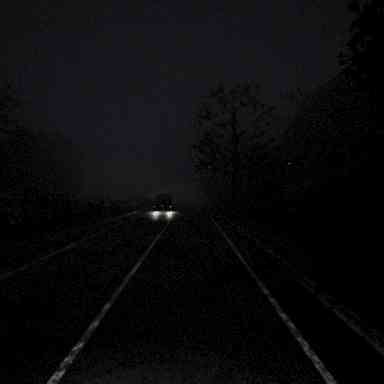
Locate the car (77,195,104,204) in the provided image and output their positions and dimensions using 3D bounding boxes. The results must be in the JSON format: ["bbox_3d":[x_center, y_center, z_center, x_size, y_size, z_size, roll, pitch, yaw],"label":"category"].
[{"bbox_3d":[-23.372,1.635,76.862,5.566,2.045,2.435,0,-1,0],"label":"car"}]

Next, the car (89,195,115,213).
[{"bbox_3d":[-10.268,1.304,32.411,4.553,1.767,2.185,0,0,0],"label":"car"}]

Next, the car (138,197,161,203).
[{"bbox_3d":[-10.444,1.976,82.367,5.366,1.575,1.946,0,-1,0],"label":"car"}]

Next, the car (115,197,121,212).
[{"bbox_3d":[-10.266,1.327,35.187,4.553,1.767,2.185,0,0,0],"label":"car"}]

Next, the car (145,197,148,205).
[{"bbox_3d":[-10.252,1.644,54.618,4.792,1.488,2.163,0,0,0],"label":"car"}]

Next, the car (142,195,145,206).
[{"bbox_3d":[-10.254,1.621,51.842,4.792,1.488,2.163,0,0,0],"label":"car"}]

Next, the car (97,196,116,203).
[{"bbox_3d":[-23.363,1.994,90.583,4.553,1.767,2.185,0,-1,0],"label":"car"}]

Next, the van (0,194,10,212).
[{"bbox_3d":[-23.491,1.250,37.963,4.442,1.987,1.878,0,0,0],"label":"van"}]

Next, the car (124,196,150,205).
[{"bbox_3d":[-10.306,1.561,62.945,4.553,1.767,2.185,0,-1,0],"label":"car"}]

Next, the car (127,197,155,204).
[{"bbox_3d":[-10.455,1.748,68.491,5.366,1.575,1.946,0,-1,0],"label":"car"}]

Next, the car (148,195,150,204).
[{"bbox_3d":[-10.306,1.690,60.171,4.792,1.488,2.163,0,0,0],"label":"car"}]

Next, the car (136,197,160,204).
[{"bbox_3d":[-10.078,1.882,76.815,5.366,1.575,1.946,0,-1,0],"label":"car"}]

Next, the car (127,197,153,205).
[{"bbox_3d":[-10.266,1.717,65.723,4.892,1.521,2.231,0,-1,0],"label":"car"}]

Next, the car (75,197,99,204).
[{"bbox_3d":[-23.317,1.868,74.088,4.792,1.488,2.163,0,-1,0],"label":"car"}]

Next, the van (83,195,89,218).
[{"bbox_3d":[-10.189,1.134,24.083,4.442,1.987,1.878,0,0,0],"label":"van"}]

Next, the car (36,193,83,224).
[{"bbox_3d":[-10.337,1.086,21.307,5.566,2.045,2.435,0,0,0],"label":"car"}]

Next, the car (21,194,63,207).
[{"bbox_3d":[-23.335,1.341,51.940,5.566,2.045,2.435,0,0,0],"label":"car"}]

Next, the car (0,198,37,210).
[{"bbox_3d":[-23.364,1.523,43.627,5.008,1.535,2.097,0,0,0],"label":"car"}]

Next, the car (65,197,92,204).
[{"bbox_3d":[-23.379,1.780,68.424,4.792,1.488,2.163,0,-1,0],"label":"car"}]

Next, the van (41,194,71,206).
[{"bbox_3d":[-23.475,1.413,57.480,4.442,1.987,1.878,0,-1,0],"label":"van"}]

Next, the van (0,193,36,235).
[{"bbox_3d":[-10.196,1.139,15.771,4.442,1.987,1.878,0,0,0],"label":"van"}]

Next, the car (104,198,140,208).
[{"bbox_3d":[-10.257,1.598,49.066,4.792,1.488,2.163,0,0,0],"label":"car"}]

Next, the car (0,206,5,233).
[{"bbox_3d":[-10.318,1.426,12.997,4.674,1.452,2.002,0,0,0],"label":"car"}]

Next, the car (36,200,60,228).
[{"bbox_3d":[-10.340,1.373,18.555,4.792,1.488,2.163,0,0,0],"label":"car"}]

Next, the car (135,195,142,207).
[{"bbox_3d":[-10.103,1.542,46.290,5.366,1.575,1.946,0,0,0],"label":"car"}]

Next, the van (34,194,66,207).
[{"bbox_3d":[-23.244,1.390,54.709,4.442,1.987,1.878,0,0,0],"label":"van"}]

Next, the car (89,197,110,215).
[{"bbox_3d":[-10.296,1.406,29.633,5.008,1.535,2.097,0,0,0],"label":"car"}]

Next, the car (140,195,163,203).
[{"bbox_3d":[-10.285,1.775,85.147,5.566,2.045,2.435,0,-1,0],"label":"car"}]

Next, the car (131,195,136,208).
[{"bbox_3d":[-10.297,1.523,43.514,4.892,1.521,2.231,0,0,0],"label":"car"}]

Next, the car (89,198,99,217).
[{"bbox_3d":[-10.306,1.423,26.857,4.674,1.452,2.002,0,0,0],"label":"car"}]

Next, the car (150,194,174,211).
[{"bbox_3d":[-3.354,1.214,40.436,2.150,2.045,5.566,0,0,0],"label":"car"}]

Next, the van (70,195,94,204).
[{"bbox_3d":[-23.464,1.566,71.198,4.442,1.987,1.878,0,-1,0],"label":"van"}]

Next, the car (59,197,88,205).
[{"bbox_3d":[-23.381,1.746,65.785,4.792,1.488,2.163,0,-1,0],"label":"car"}]

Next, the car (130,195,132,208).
[{"bbox_3d":[-10.286,1.500,40.738,4.892,1.521,2.231,0,0,0],"label":"car"}]

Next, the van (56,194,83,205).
[{"bbox_3d":[-23.246,1.462,63.035,4.442,1.987,1.878,0,-1,0],"label":"van"}]

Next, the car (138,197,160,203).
[{"bbox_3d":[-10.267,1.933,79.591,4.892,1.521,2.231,0,-1,0],"label":"car"}]

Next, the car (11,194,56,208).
[{"bbox_3d":[-23.337,1.318,49.170,5.566,2.045,2.435,0,0,0],"label":"car"}]

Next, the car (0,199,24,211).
[{"bbox_3d":[-23.375,1.539,40.732,4.674,1.452,2.002,0,0,0],"label":"car"}]

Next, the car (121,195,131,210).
[{"bbox_3d":[-10.109,1.473,37.962,5.366,1.575,1.946,0,0,0],"label":"car"}]
